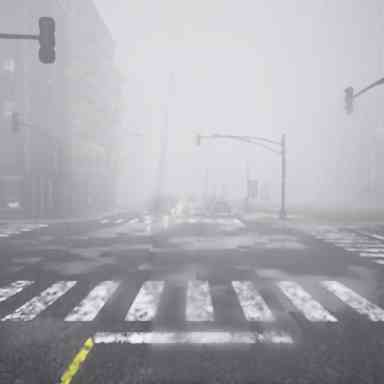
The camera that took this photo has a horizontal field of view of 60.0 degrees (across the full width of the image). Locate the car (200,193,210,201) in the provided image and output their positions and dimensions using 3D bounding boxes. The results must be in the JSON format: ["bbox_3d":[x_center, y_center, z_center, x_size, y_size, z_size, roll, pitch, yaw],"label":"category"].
[{"bbox_3d":[2.649,1.032,70.920,1.967,1.590,4.097,-1,0,0],"label":"car"}]

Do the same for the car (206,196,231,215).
[{"bbox_3d":[2.645,1.379,31.400,1.887,1.381,4.507,-1,0,0],"label":"car"}]

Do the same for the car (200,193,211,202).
[{"bbox_3d":[2.643,1.069,65.274,1.967,1.590,4.097,-1,0,0],"label":"car"}]

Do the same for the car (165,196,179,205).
[{"bbox_3d":[-3.080,1.277,51.907,1.994,1.385,4.181,0,0,0],"label":"car"}]

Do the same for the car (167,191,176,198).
[{"bbox_3d":[-5.707,0.750,93.472,2.192,1.841,5.009,-1,0,0],"label":"car"}]

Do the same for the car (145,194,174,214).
[{"bbox_3d":[-3.097,1.305,32.628,1.882,1.535,5.008,0,0,0],"label":"car"}]

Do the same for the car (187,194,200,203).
[{"bbox_3d":[0.097,1.174,59.022,1.837,1.490,4.892,0,0,0],"label":"car"}]

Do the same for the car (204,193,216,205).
[{"bbox_3d":[2.643,1.241,37.045,1.967,1.590,4.097,-1,0,0],"label":"car"}]

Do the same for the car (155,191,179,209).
[{"bbox_3d":[-3.092,1.125,41.941,2.097,1.767,4.553,0,0,0],"label":"car"}]

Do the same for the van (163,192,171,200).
[{"bbox_3d":[-5.706,0.896,76.534,1.690,1.788,3.998,-1,0,0],"label":"van"}]

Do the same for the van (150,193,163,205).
[{"bbox_3d":[-5.706,1.042,53.949,1.690,1.788,3.998,-1,0,0],"label":"van"}]

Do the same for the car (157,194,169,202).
[{"bbox_3d":[-5.703,1.174,65.241,1.887,1.381,4.507,-1,0,0],"label":"car"}]

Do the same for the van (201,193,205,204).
[{"bbox_3d":[2.642,1.076,48.336,1.690,1.788,3.998,-1,0,0],"label":"van"}]

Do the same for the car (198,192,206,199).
[{"bbox_3d":[2.679,0.915,87.857,1.967,1.590,4.097,-1,0,0],"label":"car"}]
